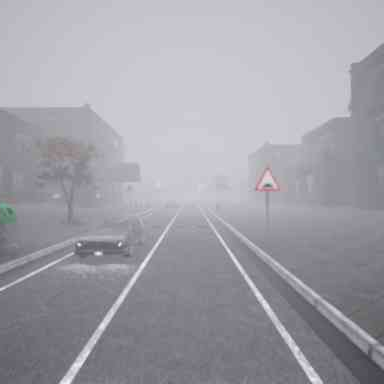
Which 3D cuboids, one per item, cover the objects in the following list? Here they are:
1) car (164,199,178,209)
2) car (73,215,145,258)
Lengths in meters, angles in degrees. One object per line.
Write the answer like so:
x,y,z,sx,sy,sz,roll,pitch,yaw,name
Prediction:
-3.236,1.844,52.463,2.033,1.411,5.357,0,0,0,car
-3.055,1.644,13.498,2.033,1.411,5.357,0,0,0,car
